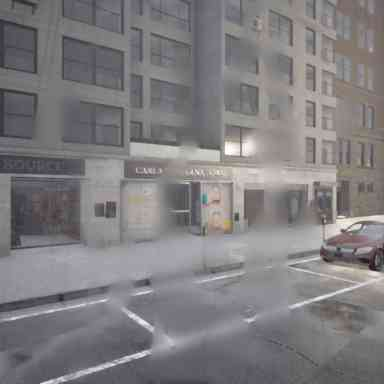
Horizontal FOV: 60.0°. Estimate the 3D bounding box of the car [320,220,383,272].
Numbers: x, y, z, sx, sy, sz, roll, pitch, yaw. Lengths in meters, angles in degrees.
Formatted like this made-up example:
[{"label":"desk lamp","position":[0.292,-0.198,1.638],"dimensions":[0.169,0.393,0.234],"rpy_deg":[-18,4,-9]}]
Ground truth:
[{"label":"car","position":[5.907,1.582,10.778],"dimensions":[4.206,1.307,1.802],"rpy_deg":[0,0,-36]}]
